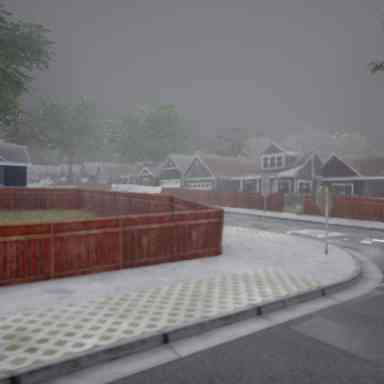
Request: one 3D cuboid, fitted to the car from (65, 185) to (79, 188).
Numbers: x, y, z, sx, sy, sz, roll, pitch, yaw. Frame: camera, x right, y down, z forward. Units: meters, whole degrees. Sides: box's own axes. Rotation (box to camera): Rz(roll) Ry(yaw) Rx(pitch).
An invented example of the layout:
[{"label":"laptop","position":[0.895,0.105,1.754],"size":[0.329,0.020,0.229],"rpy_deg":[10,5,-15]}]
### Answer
[{"label":"car","position":[-17.221,-0.287,47.916],"size":[1.882,1.535,5.008],"rpy_deg":[1,2,-35]}]
